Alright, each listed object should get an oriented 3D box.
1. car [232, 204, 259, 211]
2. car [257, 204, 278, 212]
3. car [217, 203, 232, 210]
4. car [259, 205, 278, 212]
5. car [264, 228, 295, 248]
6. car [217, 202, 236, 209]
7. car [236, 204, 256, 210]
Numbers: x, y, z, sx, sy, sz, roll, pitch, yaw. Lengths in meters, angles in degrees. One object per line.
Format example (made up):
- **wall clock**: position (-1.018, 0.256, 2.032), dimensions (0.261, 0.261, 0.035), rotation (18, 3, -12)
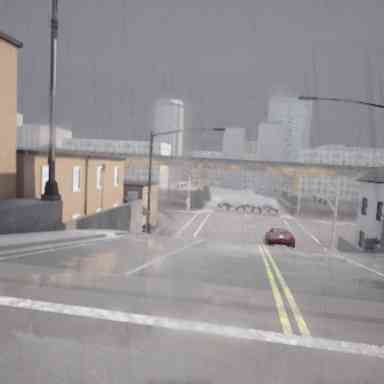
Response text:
- **car**: position (12.983, 3.735, 80.848), dimensions (4.974, 1.542, 2.038), rotation (1, 5, -27)
- **car**: position (18.366, 3.865, 80.748), dimensions (4.536, 1.218, 1.853), rotation (7, 6, 38)
- **car**: position (8.448, 3.438, 81.607), dimensions (2.038, 1.542, 4.974), rotation (0, 6, -37)
- **car**: position (18.398, 4.027, 80.728), dimensions (4.974, 1.542, 2.038), rotation (7, 6, 38)
- **car**: position (6.599, 3.529, 25.336), dimensions (1.994, 1.385, 4.181), rotation (3, -11, 9)
- **car**: position (8.425, 3.277, 81.636), dimensions (1.853, 1.218, 4.536), rotation (0, 6, -37)
- **car**: position (13.037, 3.579, 80.860), dimensions (4.536, 1.218, 1.853), rotation (1, 5, -27)
